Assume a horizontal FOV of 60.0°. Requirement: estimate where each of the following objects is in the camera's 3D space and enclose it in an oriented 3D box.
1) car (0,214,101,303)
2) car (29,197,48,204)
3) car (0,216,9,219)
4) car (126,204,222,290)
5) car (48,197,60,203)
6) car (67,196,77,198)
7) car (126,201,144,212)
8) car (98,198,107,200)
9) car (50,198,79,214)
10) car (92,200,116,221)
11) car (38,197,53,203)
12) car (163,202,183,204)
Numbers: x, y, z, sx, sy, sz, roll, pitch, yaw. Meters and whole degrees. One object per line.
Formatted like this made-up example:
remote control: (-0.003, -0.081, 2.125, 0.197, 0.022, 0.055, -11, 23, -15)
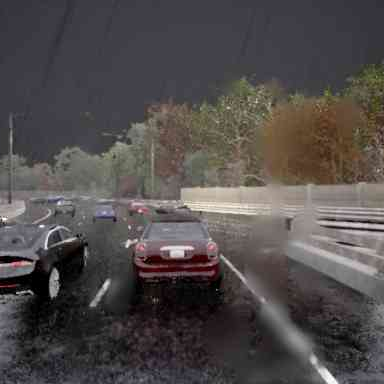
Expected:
car: (-3.887, 1.533, 8.233, 2.128, 1.511, 4.902, 0, 0, -5)
car: (-31.368, 1.694, 67.012, 1.837, 1.490, 4.892, 0, 0, -41)
car: (-7.856, 1.614, 12.783, 2.033, 1.411, 5.357, 0, 0, -8)
car: (-0.517, 1.396, 9.454, 2.097, 1.767, 4.553, 0, 0, -5)
car: (-28.674, 1.678, 69.246, 1.882, 1.535, 5.008, 0, 0, -41)
car: (-25.979, 1.707, 71.480, 1.837, 1.490, 4.892, 0, 0, -41)
car: (-5.784, 1.691, 34.693, 1.812, 1.442, 4.674, 0, 0, -18)
car: (-14.818, 1.793, 54.988, 1.812, 1.442, 4.674, 0, 0, -30)
car: (-12.888, 1.659, 33.858, 2.128, 1.511, 4.902, 0, 0, -19)
car: (-7.442, 1.685, 28.222, 2.033, 1.411, 5.357, 0, 0, -15)
car: (-36.273, 1.936, 82.429, 4.674, 1.442, 1.812, 0, 0, 43)
car: (-1.824, 1.627, 28.745, 2.128, 1.511, 4.902, 0, 0, -30)
